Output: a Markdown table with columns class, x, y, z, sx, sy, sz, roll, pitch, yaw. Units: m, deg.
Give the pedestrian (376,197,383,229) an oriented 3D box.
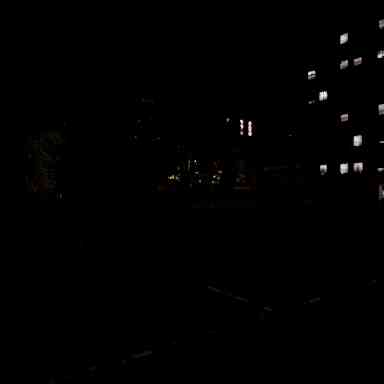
| class | x | y | z | sx | sy | sz | roll | pitch | yaw |
| --- | --- | --- | --- | --- | --- | --- | --- | --- | --- |
| pedestrian | 10.330 | 1.146 | 17.937 | 0.375 | 1.860 | 0.375 | 0 | 0 | -35 |
